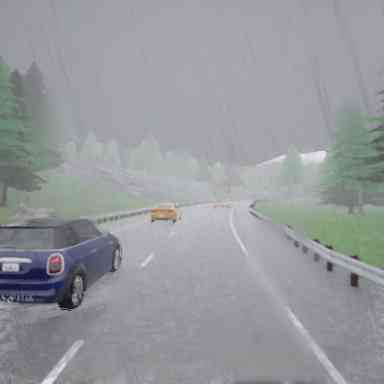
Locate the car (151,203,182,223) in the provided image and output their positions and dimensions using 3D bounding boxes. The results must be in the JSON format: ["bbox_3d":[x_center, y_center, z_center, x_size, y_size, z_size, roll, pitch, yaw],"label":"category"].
[{"bbox_3d":[-1.997,1.605,26.847,1.882,1.535,5.008,0,0,5],"label":"car"}]

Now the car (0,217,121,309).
[{"bbox_3d":[-3.200,1.387,8.115,2.097,1.767,4.553,0,0,2],"label":"car"}]

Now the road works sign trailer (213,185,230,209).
[{"bbox_3d":[4.488,0.713,49.443,2.380,3.560,2.880,0,0,11],"label":"road works sign trailer"}]
